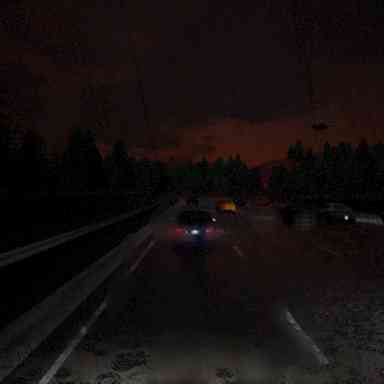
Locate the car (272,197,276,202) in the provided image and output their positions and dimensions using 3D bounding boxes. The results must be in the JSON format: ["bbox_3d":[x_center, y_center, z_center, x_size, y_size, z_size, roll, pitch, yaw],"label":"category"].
[{"bbox_3d":[14.106,1.524,61.138,1.812,1.442,4.674,0,0,0],"label":"car"}]

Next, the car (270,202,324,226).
[{"bbox_3d":[7.101,1.600,23.076,1.895,1.301,4.718,0,0,0],"label":"car"}]

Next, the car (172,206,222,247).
[{"bbox_3d":[0.101,1.547,14.898,2.033,1.411,5.357,0,0,0],"label":"car"}]

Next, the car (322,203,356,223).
[{"bbox_3d":[10.600,1.525,25.135,1.812,1.442,4.674,0,0,0],"label":"car"}]

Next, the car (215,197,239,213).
[{"bbox_3d":[3.603,1.477,36.666,1.882,1.535,5.008,0,0,0],"label":"car"}]

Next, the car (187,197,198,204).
[{"bbox_3d":[0.105,1.563,62.979,1.994,1.385,4.181,0,0,0],"label":"car"}]

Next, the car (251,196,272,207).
[{"bbox_3d":[10.602,1.476,52.342,1.882,1.535,5.008,0,0,0],"label":"car"}]

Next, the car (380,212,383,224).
[{"bbox_3d":[14.101,1.600,21.199,1.895,1.301,4.718,0,0,0],"label":"car"}]

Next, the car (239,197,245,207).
[{"bbox_3d":[7.103,1.489,52.008,2.128,1.511,4.902,0,0,0],"label":"car"}]
